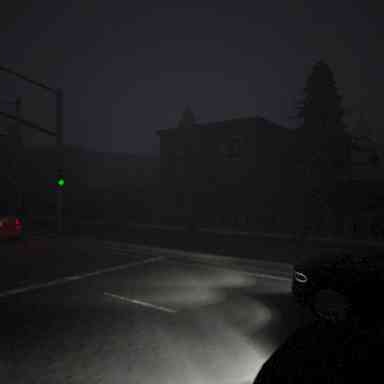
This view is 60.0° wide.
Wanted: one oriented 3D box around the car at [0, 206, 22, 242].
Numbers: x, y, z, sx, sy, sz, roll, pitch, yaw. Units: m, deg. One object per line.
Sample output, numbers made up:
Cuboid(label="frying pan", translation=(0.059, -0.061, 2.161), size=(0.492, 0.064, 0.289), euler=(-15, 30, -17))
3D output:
Cuboid(label="car", translation=(-9.894, 1.383, 15.357), size=(4.553, 1.767, 2.097), euler=(0, 0, 36))

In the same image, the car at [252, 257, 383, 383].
Cuboid(label="car", translation=(2.999, 1.545, 1.853), size=(5.357, 1.411, 2.033), euler=(0, 0, 36))

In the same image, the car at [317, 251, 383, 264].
Cuboid(label="car", translation=(4.150, 1.477, 5.333), size=(5.008, 1.535, 1.882), euler=(0, 0, 36))
